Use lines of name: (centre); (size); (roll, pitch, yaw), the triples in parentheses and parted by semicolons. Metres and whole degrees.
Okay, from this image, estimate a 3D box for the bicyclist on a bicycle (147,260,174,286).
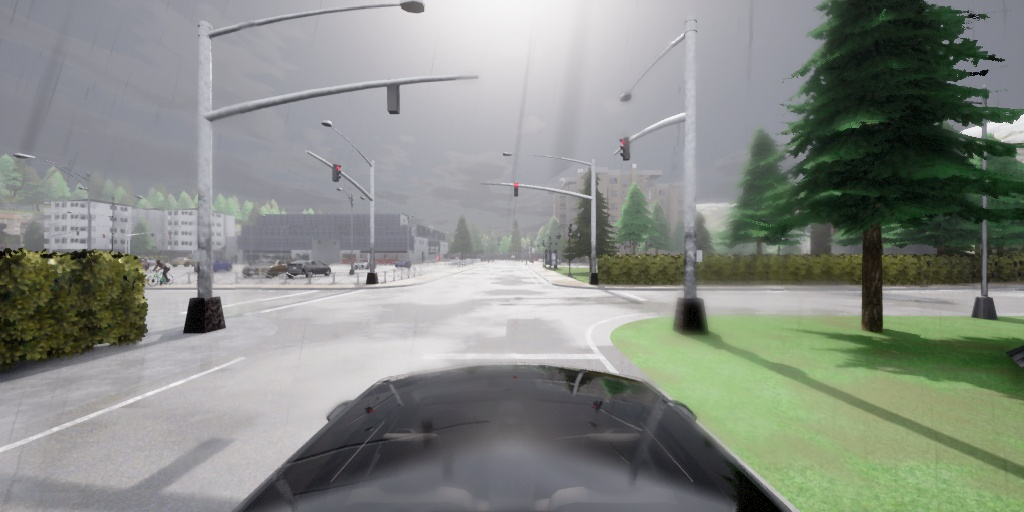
bicyclist on a bicycle: (-21.761, 1.051, 22.213); (0.582, 1.620, 1.656); (0, 0, 1)
